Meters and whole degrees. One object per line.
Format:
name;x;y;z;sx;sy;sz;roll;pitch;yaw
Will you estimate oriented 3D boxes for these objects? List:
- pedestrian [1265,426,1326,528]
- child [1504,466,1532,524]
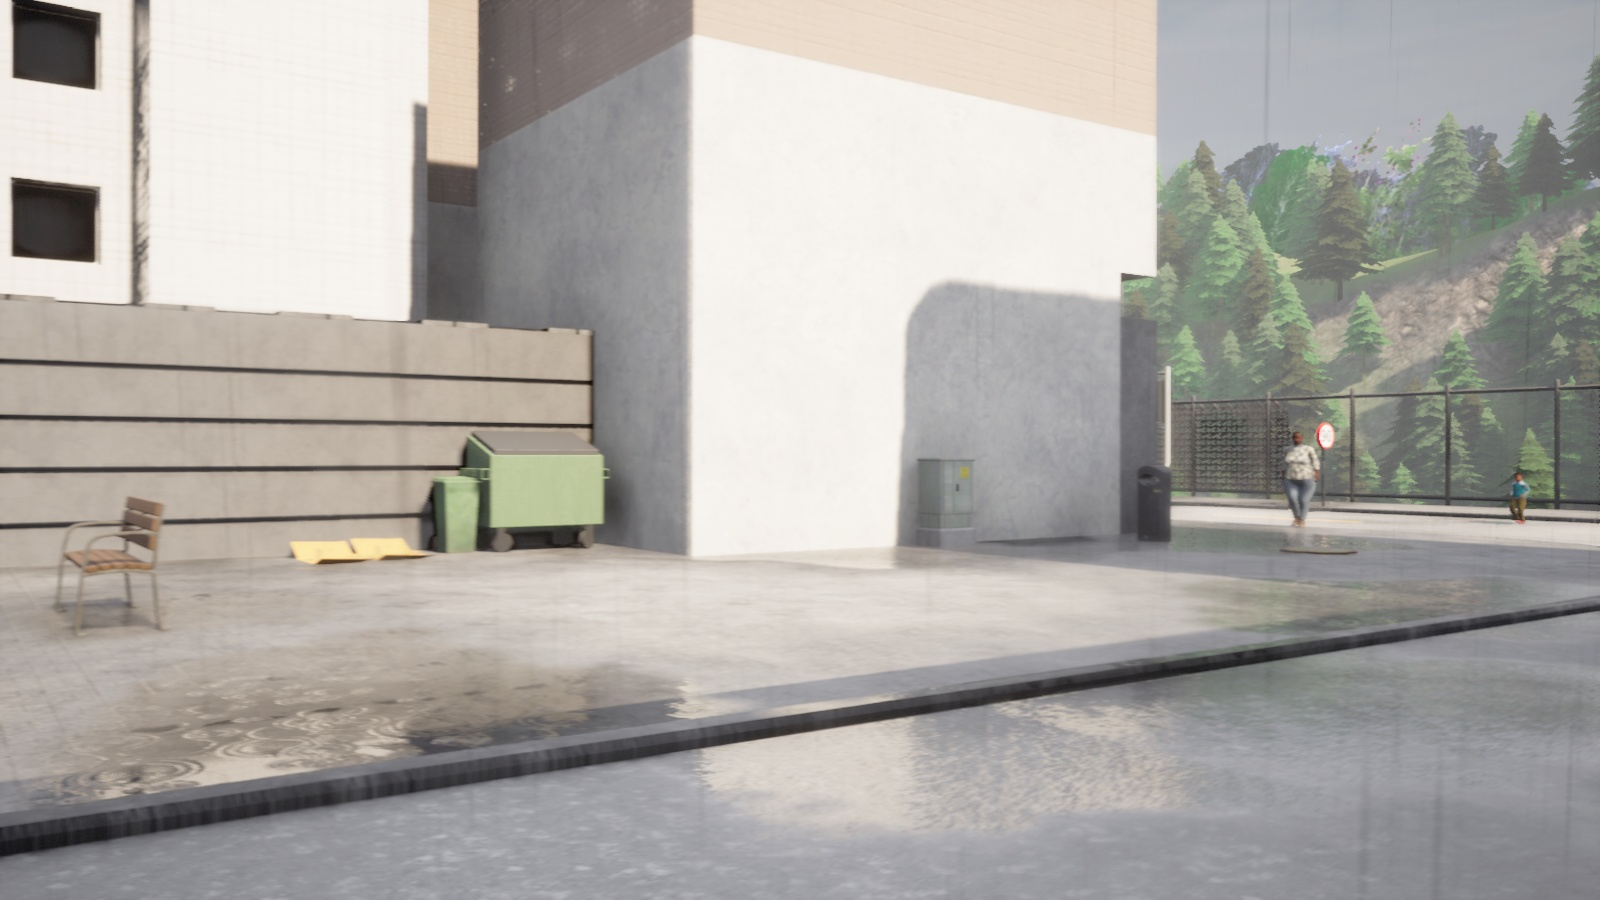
pedestrian;9.282;0.489;23.511;0.874;1.855;0.900;0;0;35
child;15.174;0.945;26.548;0.448;1.192;0.343;0;0;-35
